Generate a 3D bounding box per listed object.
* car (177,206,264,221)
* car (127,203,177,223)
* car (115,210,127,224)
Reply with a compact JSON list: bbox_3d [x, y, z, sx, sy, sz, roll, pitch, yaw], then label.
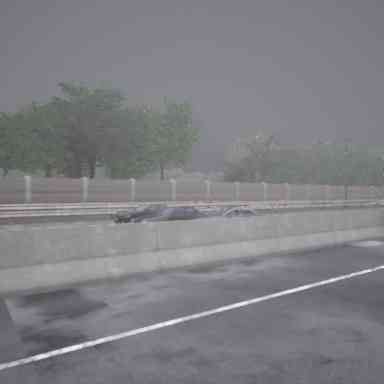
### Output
[{"bbox_3d":[1.931,1.555,18.270,4.902,1.511,2.128,0,0,-36],"label":"car"},{"bbox_3d":[-0.951,1.606,20.515,5.357,1.411,2.033,0,0,-36],"label":"car"},{"bbox_3d":[-2.941,1.537,23.393,5.008,1.535,1.882,0,0,-35],"label":"car"}]
